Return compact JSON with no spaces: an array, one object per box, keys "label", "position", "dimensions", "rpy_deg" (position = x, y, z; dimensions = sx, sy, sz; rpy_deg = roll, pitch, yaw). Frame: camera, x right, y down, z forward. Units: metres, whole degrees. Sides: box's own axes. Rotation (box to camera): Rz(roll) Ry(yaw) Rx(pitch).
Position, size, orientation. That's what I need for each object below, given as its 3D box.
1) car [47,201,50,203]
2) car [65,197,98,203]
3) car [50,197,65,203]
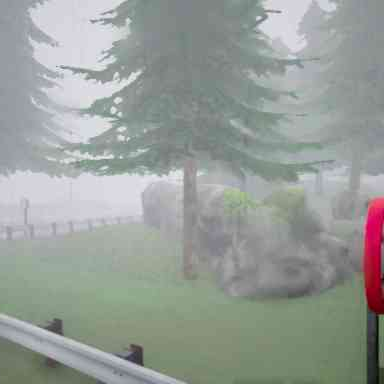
[{"label":"car","position":[-24.740,1.818,62.048],"dimensions":[2.097,1.767,4.553],"rpy_deg":[0,0,33]},{"label":"car","position":[-17.464,1.902,54.023],"dimensions":[2.128,1.511,4.902],"rpy_deg":[0,0,33]},{"label":"car","position":[-22.304,1.973,59.393],"dimensions":[1.812,1.442,4.674],"rpy_deg":[0,0,33]}]
